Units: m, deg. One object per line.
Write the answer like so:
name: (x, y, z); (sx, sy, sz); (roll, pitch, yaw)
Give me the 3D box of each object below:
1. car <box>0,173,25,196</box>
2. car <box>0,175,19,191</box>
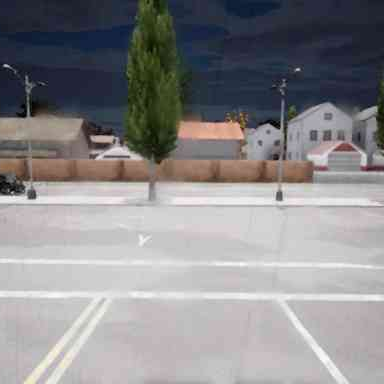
car: (-15.973, -0.706, 26.524); (4.553, 1.767, 2.097); (0, 6, -1)
car: (-18.512, -0.862, 29.979); (4.718, 1.301, 1.895); (0, 6, -1)
